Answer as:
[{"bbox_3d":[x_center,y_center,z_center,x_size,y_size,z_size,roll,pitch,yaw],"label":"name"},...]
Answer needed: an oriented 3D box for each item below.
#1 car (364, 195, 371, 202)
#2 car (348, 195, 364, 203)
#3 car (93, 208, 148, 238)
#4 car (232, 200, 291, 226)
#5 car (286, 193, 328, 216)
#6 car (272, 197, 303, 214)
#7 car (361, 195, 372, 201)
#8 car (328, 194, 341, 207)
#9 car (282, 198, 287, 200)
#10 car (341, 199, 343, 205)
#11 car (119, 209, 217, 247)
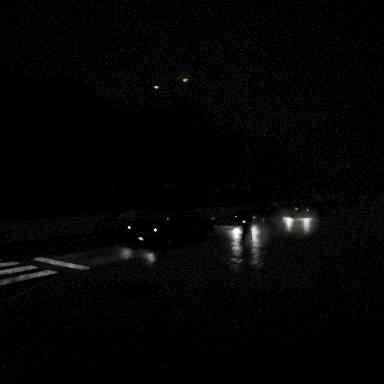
[{"bbox_3d":[39.476,1.481,76.914,1.752,1.417,4.829,0,0,35],"label":"car"},{"bbox_3d":[33.043,1.504,67.759,1.947,1.339,4.313,0,0,35],"label":"car"},{"bbox_3d":[-2.875,1.512,16.642,2.008,1.369,4.403,0,0,35],"label":"car"},{"bbox_3d":[4.828,1.490,23.189,2.033,1.411,5.357,0,0,35],"label":"car"},{"bbox_3d":[10.894,1.155,31.807,2.150,2.045,5.566,0,0,35],"label":"car"},{"bbox_3d":[10.185,1.373,35.230,1.967,1.590,4.097,0,0,35],"label":"car"},{"bbox_3d":[42.839,1.514,81.700,1.887,1.381,4.507,0,0,35],"label":"car"},{"bbox_3d":[19.982,1.245,49.171,2.192,1.841,5.009,0,0,35],"label":"car"},{"bbox_3d":[6.920,1.518,30.582,1.802,1.307,4.206,0,0,35],"label":"car"},{"bbox_3d":[23.248,1.495,53.818,1.947,1.339,4.313,0,0,35],"label":"car"},{"bbox_3d":[-0.796,1.561,15.194,1.895,1.301,4.718,0,0,35],"label":"car"}]
